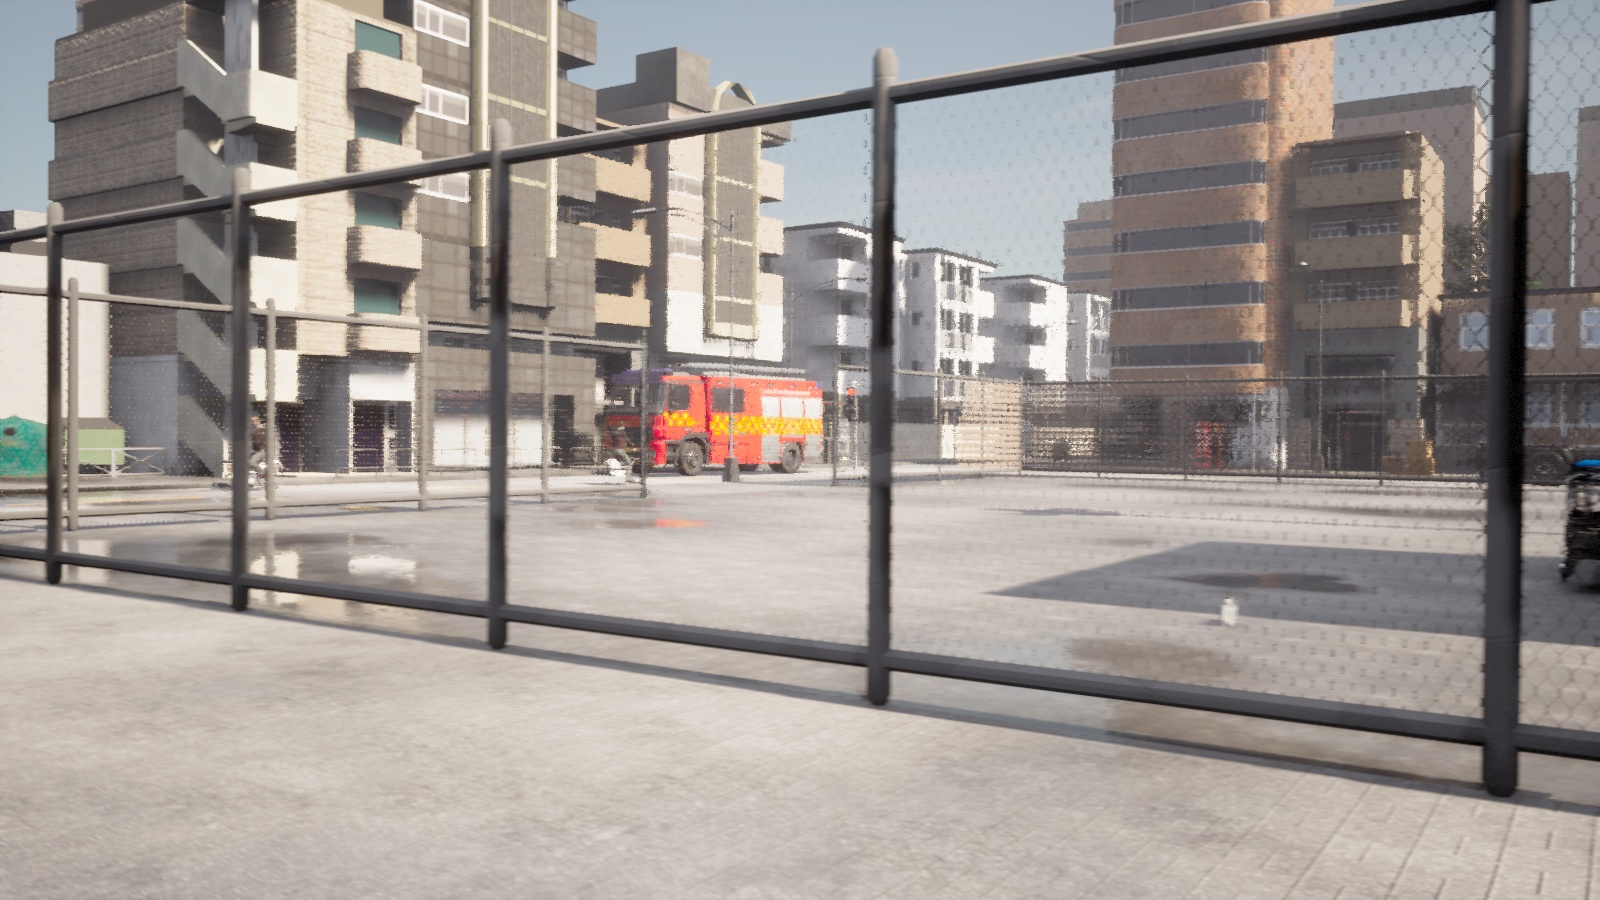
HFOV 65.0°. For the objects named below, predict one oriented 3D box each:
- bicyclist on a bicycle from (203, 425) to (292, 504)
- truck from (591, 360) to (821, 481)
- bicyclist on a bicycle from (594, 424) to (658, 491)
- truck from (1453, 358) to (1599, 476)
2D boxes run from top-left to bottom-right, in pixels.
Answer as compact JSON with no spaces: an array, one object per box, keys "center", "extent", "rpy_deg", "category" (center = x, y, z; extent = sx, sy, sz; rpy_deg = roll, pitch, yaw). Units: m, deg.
[{"center":[-12.904,0.318,29.379],"extent":[0.659,1.776,1.843],"rpy_deg":[0,1,33],"category":"bicyclist on a bicycle"},{"center":[-3.078,-1.007,44.108],"extent":[2.891,3.827,8.468],"rpy_deg":[0,1,40],"category":"truck"},{"center":[-4.753,0.175,34.441],"extent":[0.659,1.776,1.843],"rpy_deg":[0,1,34],"category":"bicyclist on a bicycle"},{"center":[24.284,-0.985,37.718],"extent":[7.936,3.462,2.891],"rpy_deg":[0,1,36],"category":"truck"}]
